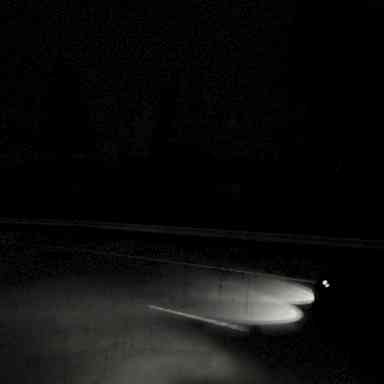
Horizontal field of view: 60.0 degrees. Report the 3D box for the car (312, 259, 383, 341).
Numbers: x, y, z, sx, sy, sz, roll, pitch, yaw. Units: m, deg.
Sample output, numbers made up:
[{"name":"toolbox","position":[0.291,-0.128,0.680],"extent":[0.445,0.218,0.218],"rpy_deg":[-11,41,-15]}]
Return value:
[{"name":"car","position":[4.088,1.546,5.051],"extent":[4.181,1.385,1.994],"rpy_deg":[0,0,36]}]
